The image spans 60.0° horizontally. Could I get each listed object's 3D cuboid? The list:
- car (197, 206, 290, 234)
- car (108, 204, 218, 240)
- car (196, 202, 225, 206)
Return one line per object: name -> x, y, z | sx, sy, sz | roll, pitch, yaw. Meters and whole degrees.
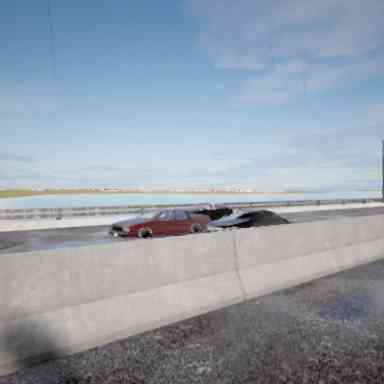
car -> 2.732, 1.515, 15.606 | 4.674, 1.442, 1.812 | 0, 0, -39
car -> -1.393, 1.540, 16.762 | 5.357, 1.411, 2.033 | 0, 0, -39
car -> 0.816, 1.478, 23.071 | 4.902, 1.511, 2.128 | 0, 0, -39
